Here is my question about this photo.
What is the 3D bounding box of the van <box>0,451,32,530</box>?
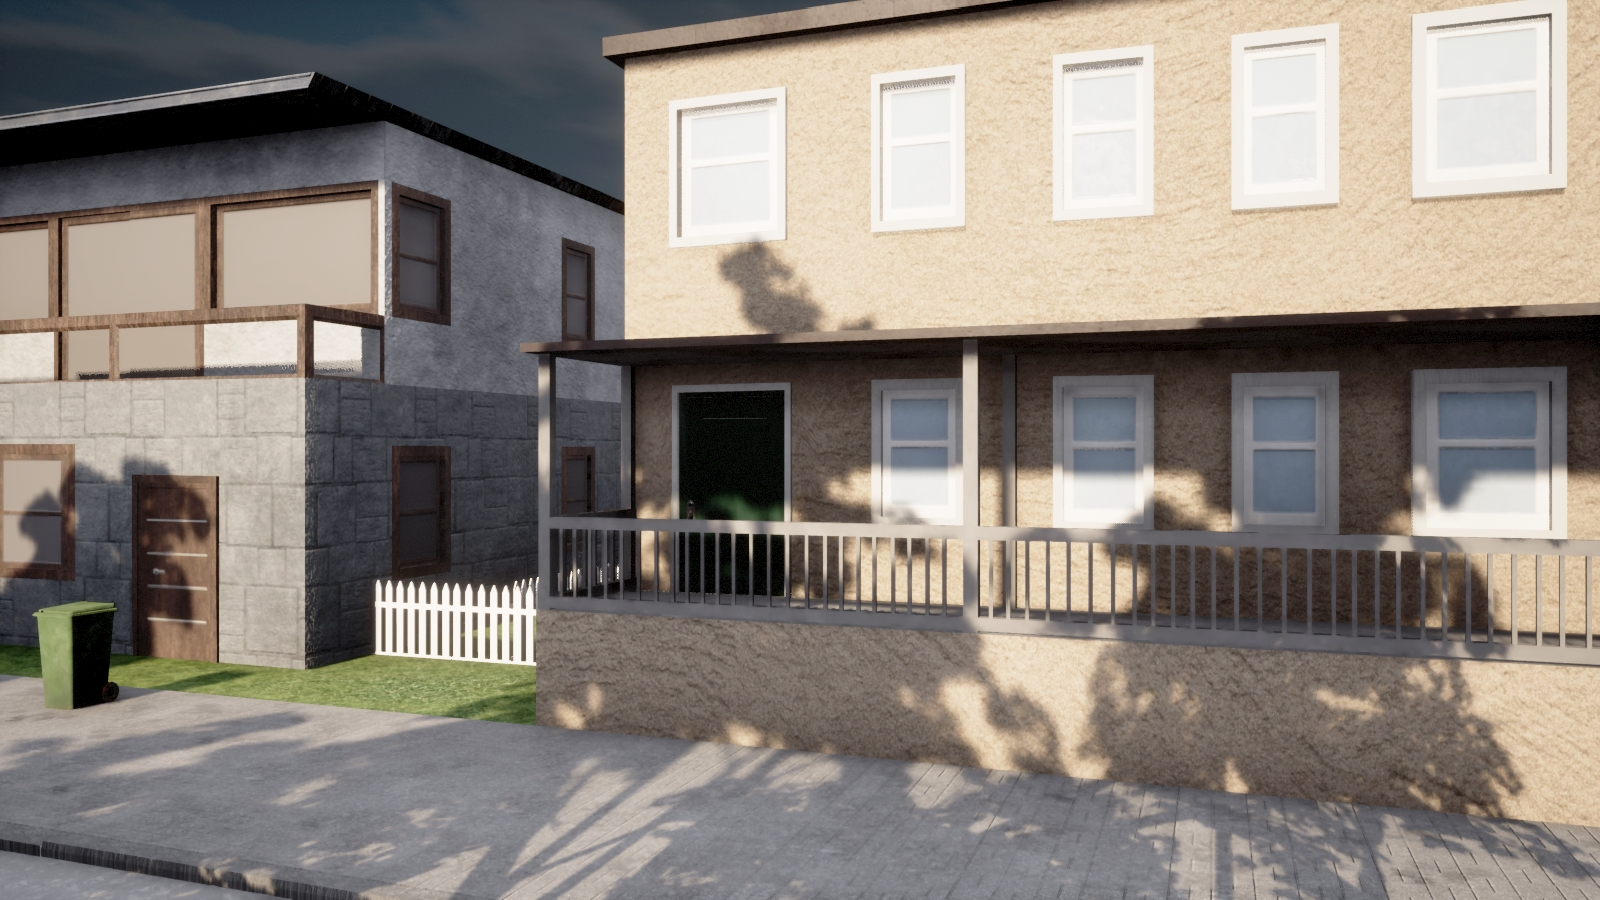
[{"bbox_3d":[-27.753,1.329,35.973,1.988,2.561,5.915,0,0,20],"label":"van"}]
